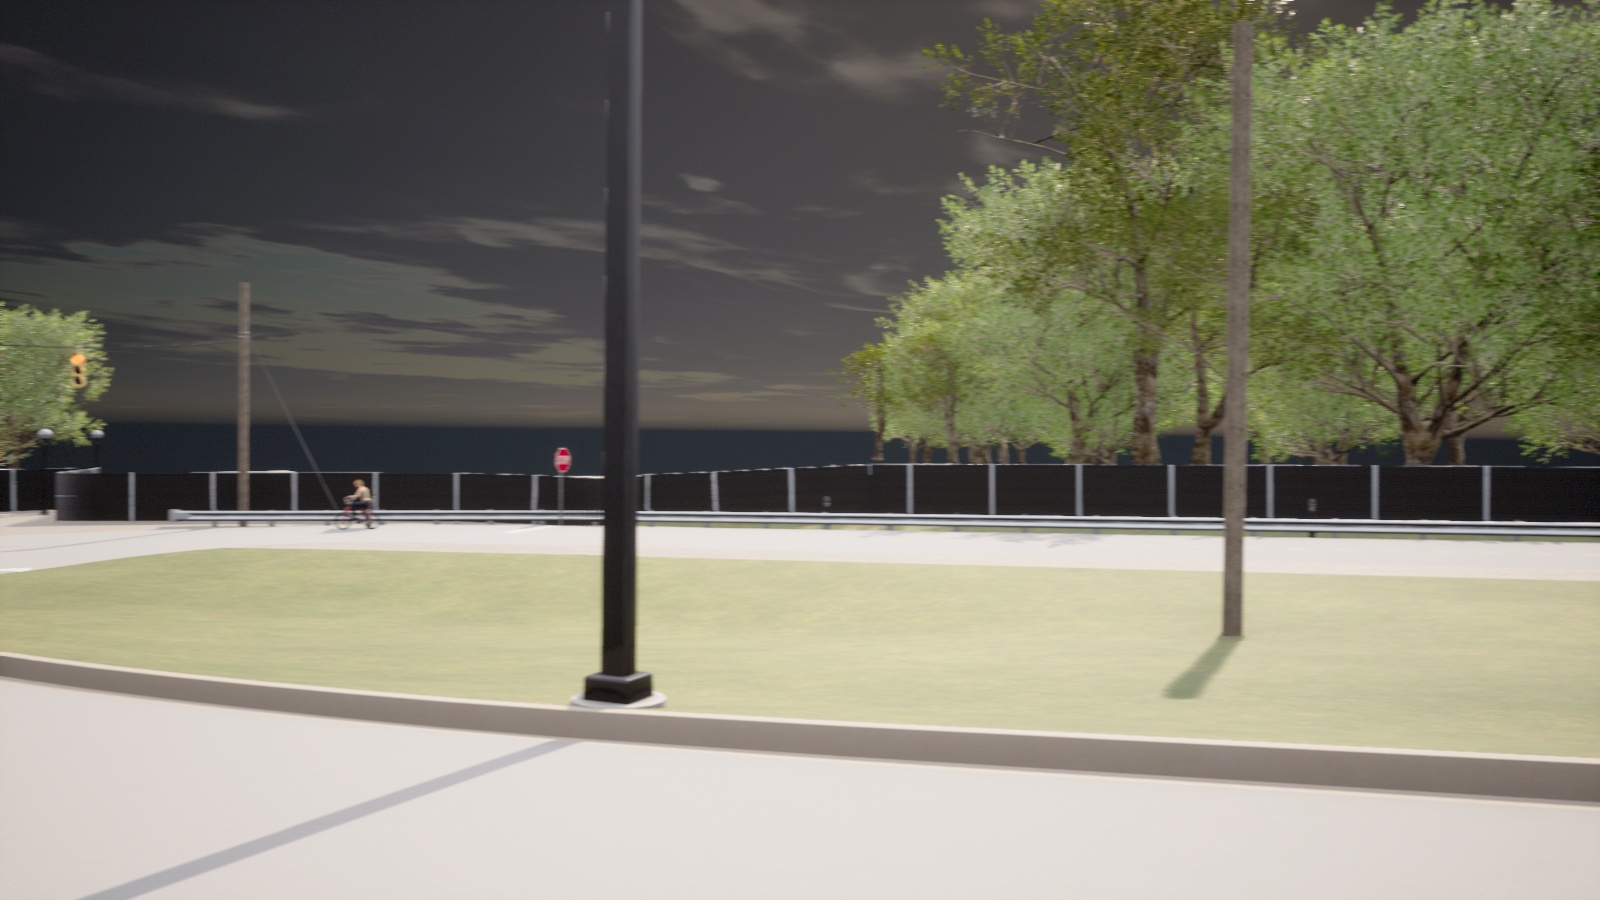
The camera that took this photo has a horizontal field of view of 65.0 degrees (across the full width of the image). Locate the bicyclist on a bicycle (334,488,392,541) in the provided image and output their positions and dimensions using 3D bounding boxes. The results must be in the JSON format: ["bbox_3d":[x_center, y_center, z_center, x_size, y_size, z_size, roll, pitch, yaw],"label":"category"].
[{"bbox_3d":[-14.104,2.079,40.548,1.509,1.612,0.866,-2,1,4],"label":"bicyclist on a bicycle"}]
